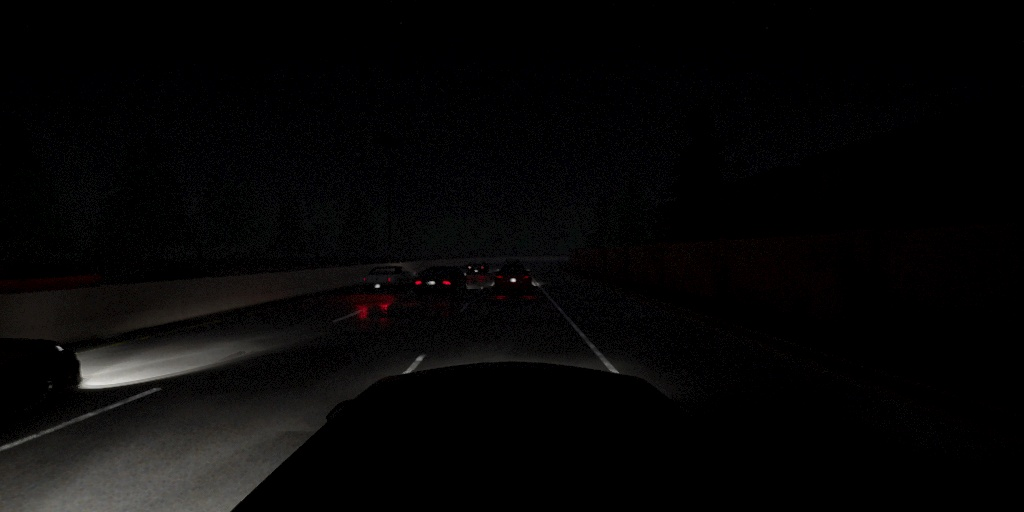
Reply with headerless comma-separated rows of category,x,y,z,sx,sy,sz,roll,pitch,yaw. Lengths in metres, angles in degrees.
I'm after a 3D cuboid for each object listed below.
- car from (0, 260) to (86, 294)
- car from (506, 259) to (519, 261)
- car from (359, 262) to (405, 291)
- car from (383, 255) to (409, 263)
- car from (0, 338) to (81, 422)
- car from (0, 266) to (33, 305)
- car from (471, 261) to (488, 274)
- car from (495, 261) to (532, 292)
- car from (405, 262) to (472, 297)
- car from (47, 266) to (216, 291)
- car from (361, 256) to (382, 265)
car,-17.619,1.035,12.665,2.097,1.767,4.553,0,0,0
car,0.041,1.019,38.295,2.128,1.511,4.902,0,0,0
car,-6.934,1.235,20.682,1.895,1.301,4.718,0,0,0
car,-17.025,0.567,53.499,1.882,1.535,5.008,0,0,6
car,-6.902,1.305,3.113,1.994,1.385,4.181,0,0,0
car,-21.119,1.175,12.552,2.128,1.511,4.902,0,0,0
car,-3.463,1.137,36.855,1.895,1.301,4.718,0,0,0
car,0.067,1.202,20.168,1.994,1.385,4.181,0,0,0
car,-3.429,1.199,17.902,2.033,1.411,5.357,0,0,0
car,-14.121,1.179,14.097,1.837,1.490,4.892,0,0,0
car,-20.506,0.691,53.855,2.033,1.411,5.357,0,0,6
